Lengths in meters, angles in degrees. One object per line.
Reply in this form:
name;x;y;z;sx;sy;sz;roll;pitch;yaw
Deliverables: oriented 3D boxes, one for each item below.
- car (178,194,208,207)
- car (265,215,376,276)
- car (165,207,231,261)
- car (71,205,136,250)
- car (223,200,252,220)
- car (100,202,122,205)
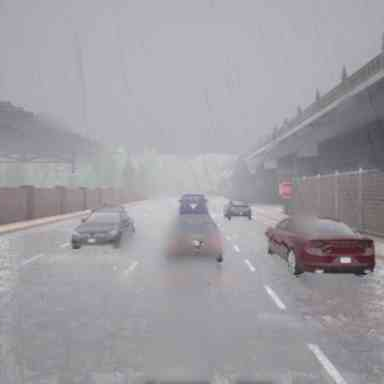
car;0.099;1.137;25.861;2.150;2.045;5.566;0;0;0
car;3.598;1.444;10.270;1.882;1.535;5.008;0;0;0
car;0.089;1.508;11.995;2.033;1.411;5.357;0;0;1
car;-3.585;1.479;14.223;1.812;1.442;4.674;0;0;0
car;3.599;1.401;26.820;2.128;1.511;4.902;0;0;0
car;-7.004;1.509;28.334;1.895;1.301;4.718;0;0;0
